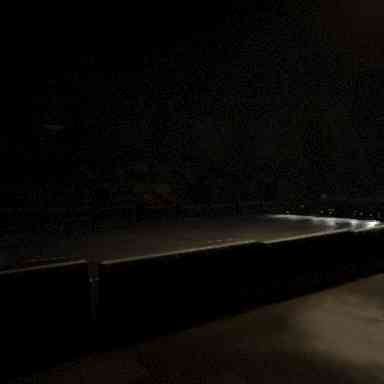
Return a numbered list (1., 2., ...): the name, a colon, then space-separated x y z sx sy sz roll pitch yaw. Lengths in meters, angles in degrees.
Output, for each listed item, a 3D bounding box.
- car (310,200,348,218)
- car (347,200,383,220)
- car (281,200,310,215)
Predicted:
1. car: 13.421 1.500 30.760 4.892 1.490 1.837 0 0 -35
2. car: 15.461 1.500 27.917 4.892 1.490 1.837 0 0 -35
3. car: 11.377 1.542 33.603 5.357 1.411 2.033 0 0 -35
